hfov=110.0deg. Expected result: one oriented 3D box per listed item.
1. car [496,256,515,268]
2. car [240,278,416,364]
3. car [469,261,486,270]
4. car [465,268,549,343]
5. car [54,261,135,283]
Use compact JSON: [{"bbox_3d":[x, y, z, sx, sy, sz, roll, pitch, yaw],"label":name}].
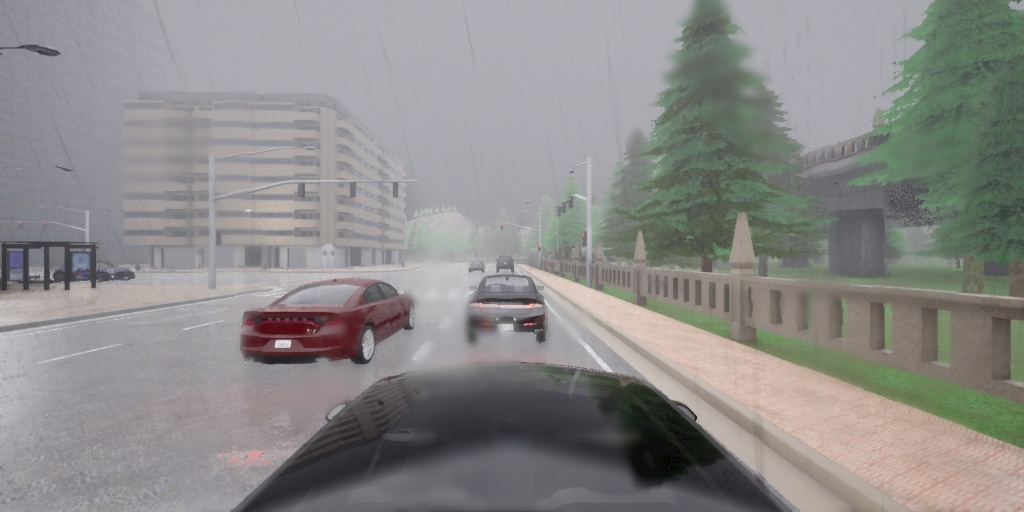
[{"bbox_3d":[-0.865,0.971,45.205,2.150,2.045,5.566,0,0,-1],"label":"car"},{"bbox_3d":[-3.596,1.228,8.095,1.882,1.535,5.008,0,0,0],"label":"car"},{"bbox_3d":[-4.370,1.298,44.956,2.033,1.411,5.357,0,0,-1],"label":"car"},{"bbox_3d":[-0.128,1.242,9.656,2.128,1.511,4.902,0,0,-1],"label":"car"},{"bbox_3d":[-32.756,1.158,28.264,4.553,1.767,2.097,0,0,-2],"label":"car"}]
